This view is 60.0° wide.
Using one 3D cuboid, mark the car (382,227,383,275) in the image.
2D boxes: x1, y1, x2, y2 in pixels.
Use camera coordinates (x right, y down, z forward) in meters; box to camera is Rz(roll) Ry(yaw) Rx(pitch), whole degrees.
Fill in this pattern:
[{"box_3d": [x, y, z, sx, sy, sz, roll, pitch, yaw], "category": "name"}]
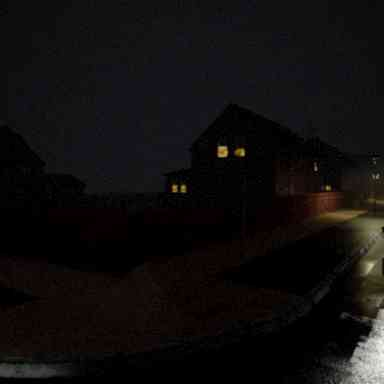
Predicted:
[{"box_3d": [6.023, 1.254, 8.290, 2.128, 1.511, 4.902, 2, 2, 35], "category": "car"}]
